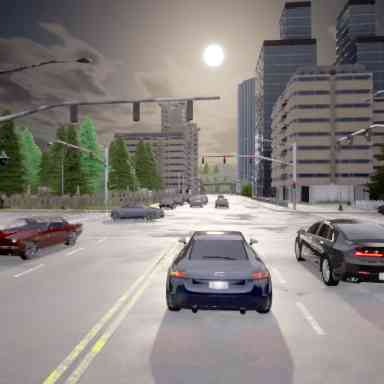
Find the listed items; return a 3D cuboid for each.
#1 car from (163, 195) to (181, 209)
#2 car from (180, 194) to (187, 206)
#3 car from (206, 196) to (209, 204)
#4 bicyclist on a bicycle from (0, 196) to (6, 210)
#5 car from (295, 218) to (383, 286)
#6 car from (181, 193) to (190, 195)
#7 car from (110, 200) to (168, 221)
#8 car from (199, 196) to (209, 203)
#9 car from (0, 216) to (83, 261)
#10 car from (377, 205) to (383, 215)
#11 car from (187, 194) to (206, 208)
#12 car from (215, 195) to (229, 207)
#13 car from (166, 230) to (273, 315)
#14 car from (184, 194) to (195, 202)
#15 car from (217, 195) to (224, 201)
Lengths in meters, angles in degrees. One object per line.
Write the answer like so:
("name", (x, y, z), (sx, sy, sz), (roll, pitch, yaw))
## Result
("car", (-3.163, 1.547, 44.708), (2.033, 1.411, 5.357), (0, 0, 5))
("car", (-2.315, 1.547, 54.747), (2.033, 1.411, 5.357), (0, 0, 5))
("car", (1.484, 1.352, 58.013), (2.097, 1.767, 4.553), (0, 0, 5))
("bicyclist on a bicycle", (-22.317, 1.301, 38.934), (0.582, 1.620, 1.656), (0, 0, 5))
("car", (4.230, 1.505, 9.317), (1.837, 1.490, 4.892), (0, 0, 4))
("car", (-1.416, 1.221, 64.884), (2.150, 2.045, 5.566), (0, 0, 5))
("car", (-4.312, 1.564, 26.417), (4.181, 1.385, 1.994), (0, 0, 5))
("car", (2.424, 1.505, 68.383), (1.837, 1.490, 4.892), (0, 0, 5))
("car", (-5.989, 1.601, 12.533), (1.895, 1.301, 4.718), (0, 0, 7))
("car", (20.362, 1.478, 31.592), (5.008, 1.535, 1.882), (0, 0, 5))
("car", (0.704, 1.505, 48.922), (1.837, 1.490, 4.892), (0, 0, 5))
("car", (4.522, 1.564, 50.371), (1.994, 1.385, 4.181), (0, 0, 5))
("car", (0.597, 1.564, 7.699), (1.994, 1.385, 4.181), (0, 0, 4))
("car", (-0.538, 1.355, 74.836), (2.097, 1.767, 4.553), (0, 0, 5))
("car", (7.408, 1.500, 85.820), (1.837, 1.490, 4.892), (0, 0, 5))
